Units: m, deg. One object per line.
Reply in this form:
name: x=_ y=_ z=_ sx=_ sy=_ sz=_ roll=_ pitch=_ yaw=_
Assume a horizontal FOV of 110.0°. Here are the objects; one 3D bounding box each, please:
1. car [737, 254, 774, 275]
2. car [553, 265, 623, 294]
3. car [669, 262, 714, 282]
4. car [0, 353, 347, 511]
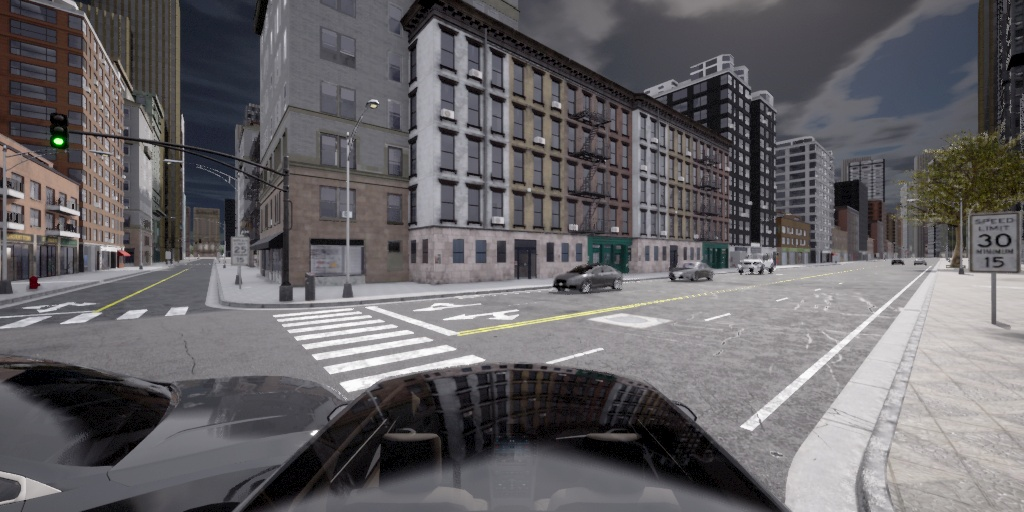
car: x=26.302 y=0.763 z=38.577 sx=5.566 sy=2.045 sz=2.150 roll=0 pitch=0 yaw=-40
car: x=4.446 y=1.260 z=20.519 sx=4.892 sy=1.490 sz=1.837 roll=0 pitch=0 yaw=-40
car: x=14.453 y=1.232 z=28.834 sx=4.902 sy=1.511 sz=2.128 roll=0 pitch=0 yaw=-40
car: x=-3.246 y=1.257 z=1.587 sx=4.892 sy=1.490 sz=1.837 roll=0 pitch=0 yaw=-35
